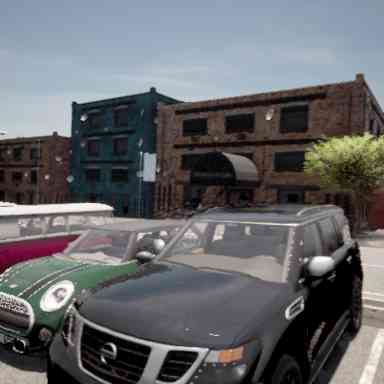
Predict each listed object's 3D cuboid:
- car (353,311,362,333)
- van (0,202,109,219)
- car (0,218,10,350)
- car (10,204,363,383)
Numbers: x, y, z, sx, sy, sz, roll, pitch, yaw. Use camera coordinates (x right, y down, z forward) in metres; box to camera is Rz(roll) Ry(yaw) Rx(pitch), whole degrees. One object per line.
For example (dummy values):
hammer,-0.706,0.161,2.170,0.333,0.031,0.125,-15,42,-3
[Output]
car,3.200,1.475,3.109,2.231,1.521,4.892,0,0,35
van,-3.579,1.305,8.090,1.878,1.987,4.442,-1,0,35
car,-1.343,1.384,6.394,2.185,1.767,4.553,-1,0,35
car,0.902,1.240,4.720,2.435,2.045,5.566,0,0,35
